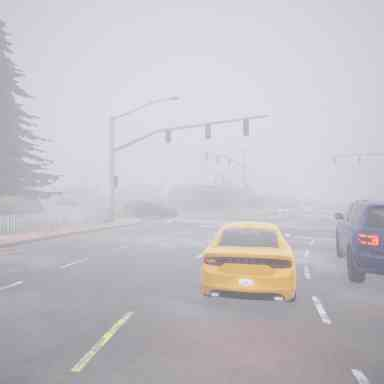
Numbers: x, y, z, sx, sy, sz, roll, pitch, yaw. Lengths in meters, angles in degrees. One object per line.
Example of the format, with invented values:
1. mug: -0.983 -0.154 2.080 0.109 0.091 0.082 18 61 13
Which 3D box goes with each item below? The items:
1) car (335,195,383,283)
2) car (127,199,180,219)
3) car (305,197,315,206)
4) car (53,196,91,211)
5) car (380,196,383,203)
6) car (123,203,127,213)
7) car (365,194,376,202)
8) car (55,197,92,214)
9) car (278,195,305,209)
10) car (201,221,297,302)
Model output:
1. car: 5.453 1.221 9.459 2.150 2.045 5.566 0 0 19
2. car: -3.306 1.561 29.930 4.892 1.490 1.837 0 -1 38
3. car: 18.748 1.526 53.998 1.812 1.442 4.674 0 0 32
4. car: -15.048 1.407 41.695 4.553 1.767 2.097 0 0 32
5. car: 40.485 1.540 69.234 2.033 1.411 5.357 0 0 31
6. car: -5.196 1.561 35.562 4.892 1.490 1.837 0 0 32
7. car: 42.809 1.355 79.739 2.097 1.767 4.553 0 0 31
8. car: -12.670 1.581 36.091 4.674 1.442 1.812 0 0 32
9. car: 13.332 1.547 45.166 2.033 1.411 5.357 0 0 31
10. car: 1.490 1.478 8.426 1.882 1.535 5.008 0 0 12
